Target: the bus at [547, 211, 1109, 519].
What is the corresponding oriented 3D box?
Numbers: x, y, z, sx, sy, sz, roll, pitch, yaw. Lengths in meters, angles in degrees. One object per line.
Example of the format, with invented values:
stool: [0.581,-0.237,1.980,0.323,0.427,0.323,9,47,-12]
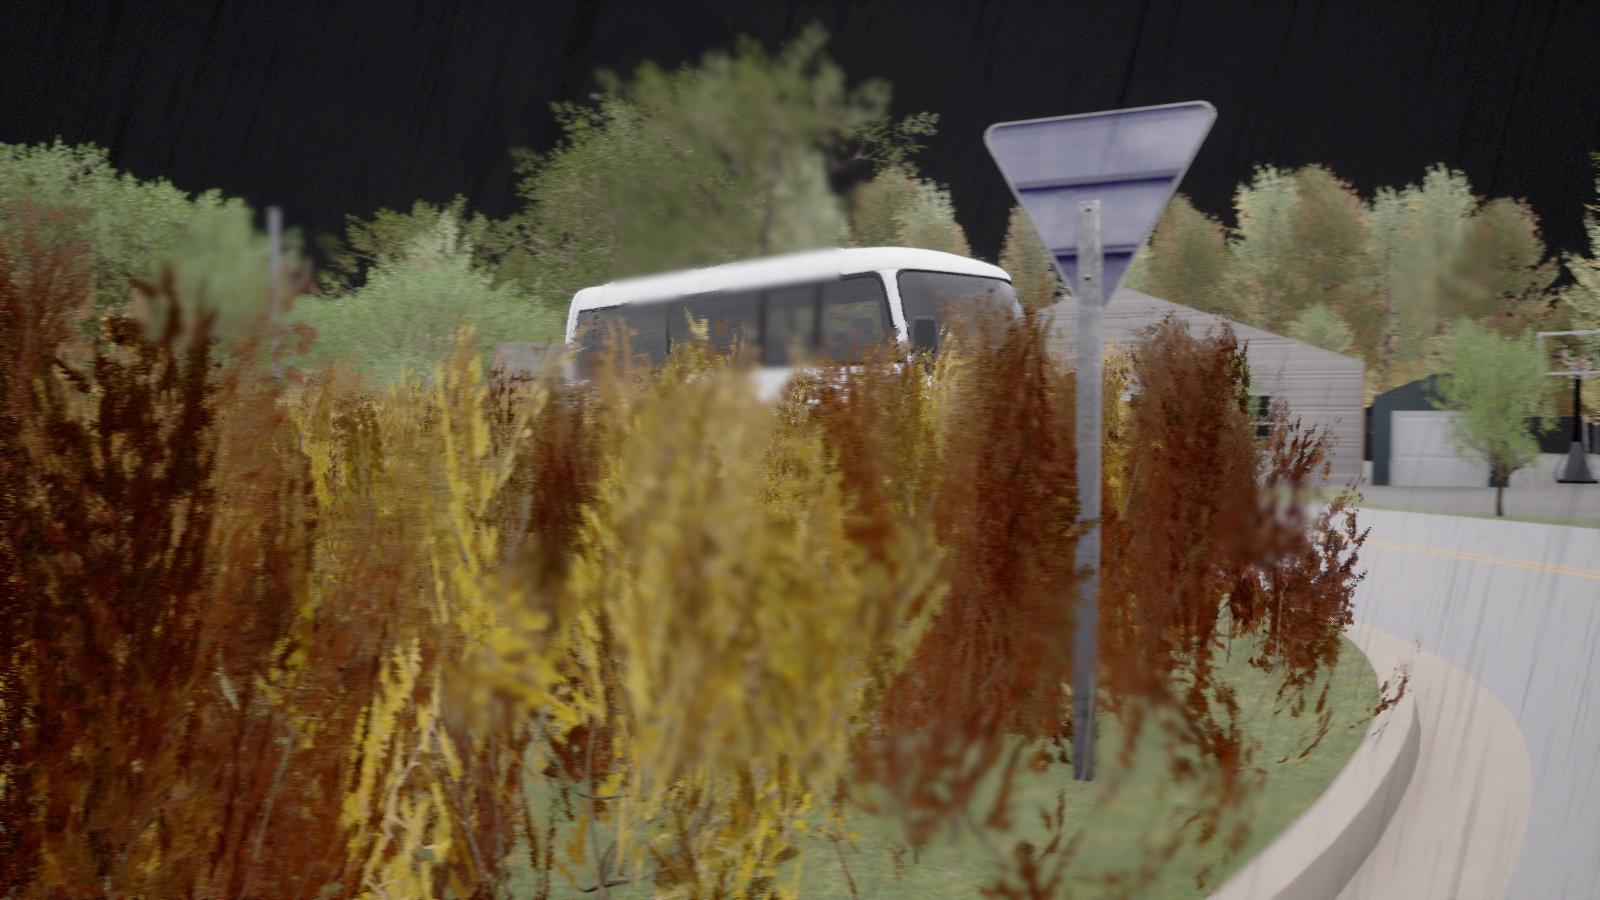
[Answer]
bus: [-0.041,-1.228,22.490,3.944,4.253,10.273,-3,2,-42]
